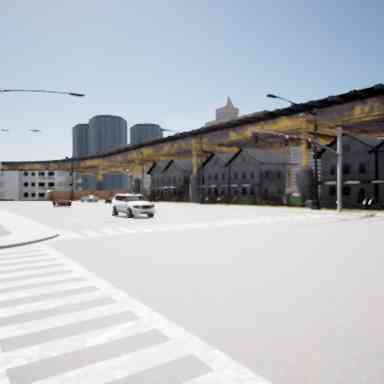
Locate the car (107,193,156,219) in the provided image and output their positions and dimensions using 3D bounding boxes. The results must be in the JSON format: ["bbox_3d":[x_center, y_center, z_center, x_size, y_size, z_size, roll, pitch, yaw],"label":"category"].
[{"bbox_3d":[-5.274,1.170,29.431,2.150,2.045,5.566,-1,1,-35],"label":"car"}]

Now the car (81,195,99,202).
[{"bbox_3d":[-20.877,1.347,68.048,4.674,1.442,1.812,0,0,38],"label":"car"}]

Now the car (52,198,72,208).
[{"bbox_3d":[-19.389,1.603,49.712,1.895,1.301,4.718,-1,0,-35],"label":"car"}]

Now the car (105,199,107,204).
[{"bbox_3d":[-14.343,1.491,60.879,1.994,1.385,4.181,-1,0,-38],"label":"car"}]
